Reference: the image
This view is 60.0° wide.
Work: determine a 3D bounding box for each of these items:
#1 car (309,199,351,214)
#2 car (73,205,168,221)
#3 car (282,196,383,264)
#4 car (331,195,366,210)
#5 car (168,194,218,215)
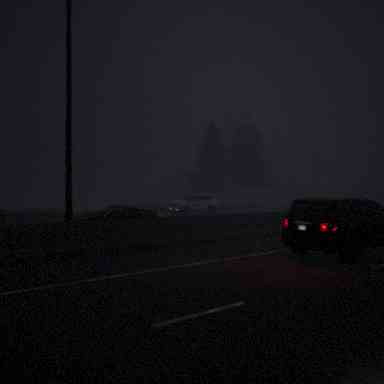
[{"bbox_3d":[15.089,1.518,36.206,4.892,1.490,1.837,0,0,-35],"label":"car"},{"bbox_3d":[-4.134,1.494,18.230,4.902,1.511,2.128,0,0,-35],"label":"car"},{"bbox_3d":[5.665,1.225,12.084,5.566,2.045,2.150,0,0,-36],"label":"car"},{"bbox_3d":[20.783,1.367,44.220,4.553,1.767,2.097,0,0,-33],"label":"car"},{"bbox_3d":[0.143,1.229,34.180,5.566,2.045,2.150,0,0,-35],"label":"car"}]
